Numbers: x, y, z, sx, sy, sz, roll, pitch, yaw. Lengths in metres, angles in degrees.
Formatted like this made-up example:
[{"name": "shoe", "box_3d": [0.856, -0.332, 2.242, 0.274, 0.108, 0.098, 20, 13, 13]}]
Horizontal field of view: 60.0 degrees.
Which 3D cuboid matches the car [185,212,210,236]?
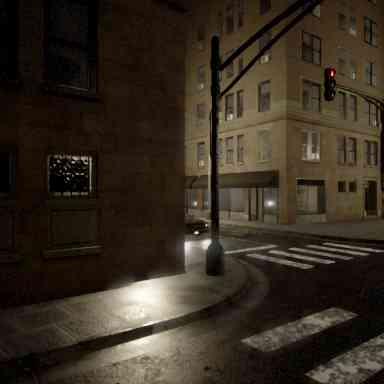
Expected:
[{"name": "car", "box_3d": [-1.331, 1.515, 17.726, 2.033, 1.411, 5.357, 0, 0, -36]}]
